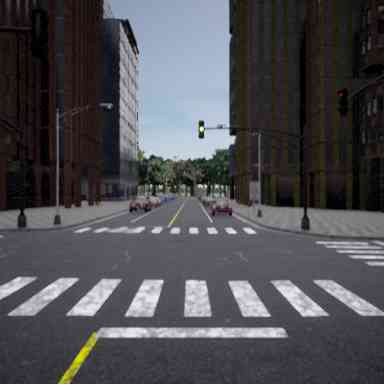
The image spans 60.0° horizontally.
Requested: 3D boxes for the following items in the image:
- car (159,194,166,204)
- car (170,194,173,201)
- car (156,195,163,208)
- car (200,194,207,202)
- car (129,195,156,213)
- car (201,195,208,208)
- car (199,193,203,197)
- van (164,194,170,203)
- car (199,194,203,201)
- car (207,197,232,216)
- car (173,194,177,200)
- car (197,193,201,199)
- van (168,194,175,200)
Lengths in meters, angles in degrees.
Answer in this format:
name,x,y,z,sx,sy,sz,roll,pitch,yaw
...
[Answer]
name,x,y,z,sx,sy,sz,roll,pitch,yaw
car,-5.766,1.507,53.781,1.752,1.417,4.829,0,0,0
car,-5.767,1.532,70.264,2.008,1.369,4.403,0,0,0
car,-5.766,1.564,48.513,1.802,1.307,4.206,0,0,0
car,2.759,1.526,53.951,1.887,1.381,4.507,0,0,0
car,-5.765,1.300,37.638,2.192,1.841,5.009,0,0,0
car,2.759,1.533,48.513,2.008,1.369,4.403,0,0,0
car,2.758,1.506,64.996,1.752,1.417,4.829,0,0,0
van,-5.767,1.322,64.826,1.690,1.788,3.998,0,0,0
car,2.759,1.526,59.389,1.887,1.381,4.507,0,0,0
car,2.760,1.426,32.201,1.967,1.590,4.097,0,0,0
car,-5.768,1.549,86.576,1.947,1.339,4.313,0,0,0
car,2.758,1.506,75.871,1.752,1.417,4.829,0,0,0
van,-5.769,1.325,92.014,1.690,1.788,3.998,0,0,0
